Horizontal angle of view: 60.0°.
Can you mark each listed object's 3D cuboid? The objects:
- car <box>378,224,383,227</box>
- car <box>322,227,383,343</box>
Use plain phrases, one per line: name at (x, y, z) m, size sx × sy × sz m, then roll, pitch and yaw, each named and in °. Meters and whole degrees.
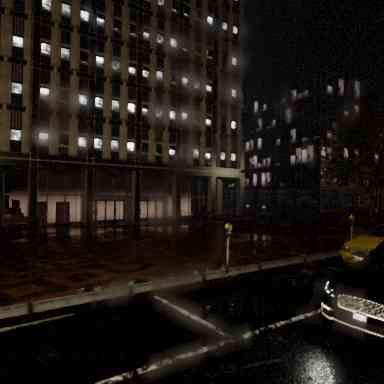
car at (6.608, 1.531, 10.489) m, size 4.829 × 1.417 × 1.752 m, roll 0°, pitch 1°, yaw -34°
car at (4.371, 1.507, 6.008) m, size 4.892 × 1.490 × 1.837 m, roll 0°, pitch 0°, yaw -34°
